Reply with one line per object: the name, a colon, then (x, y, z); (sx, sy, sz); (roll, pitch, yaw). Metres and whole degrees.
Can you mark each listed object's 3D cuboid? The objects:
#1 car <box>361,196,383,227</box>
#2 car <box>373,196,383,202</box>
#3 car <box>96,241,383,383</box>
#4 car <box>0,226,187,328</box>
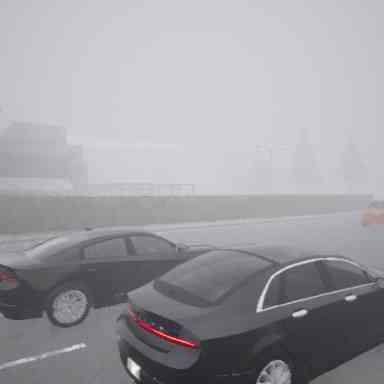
car: (13.067, 1.352, 21.660); (4.553, 1.767, 2.097); (0, 0, -35)
car: (44.966, 1.552, 79.306); (1.994, 1.385, 4.181); (0, 0, 11)
car: (1.387, 1.505, 4.734); (4.892, 1.490, 1.837); (0, 0, -35)
car: (-1.380, 1.477, 7.061); (5.008, 1.535, 1.882); (0, 0, -35)
